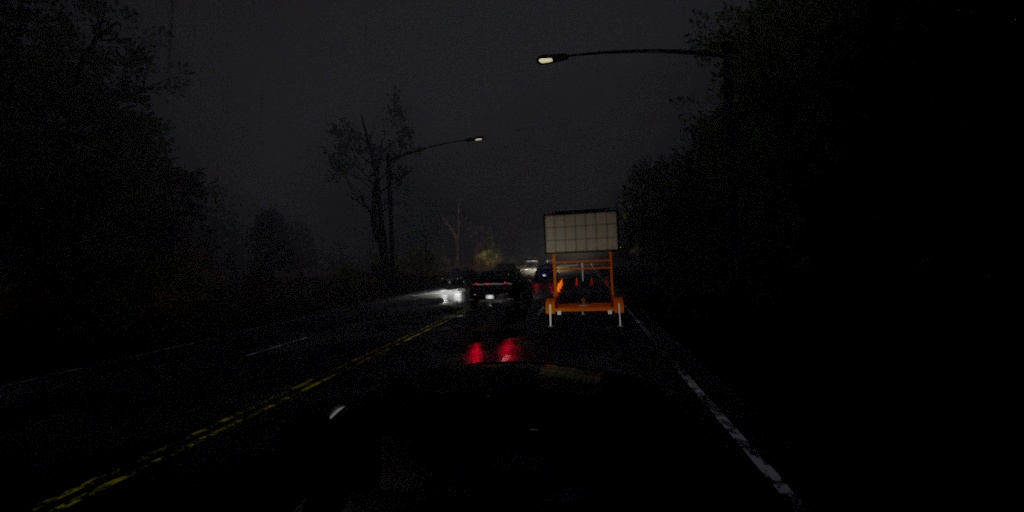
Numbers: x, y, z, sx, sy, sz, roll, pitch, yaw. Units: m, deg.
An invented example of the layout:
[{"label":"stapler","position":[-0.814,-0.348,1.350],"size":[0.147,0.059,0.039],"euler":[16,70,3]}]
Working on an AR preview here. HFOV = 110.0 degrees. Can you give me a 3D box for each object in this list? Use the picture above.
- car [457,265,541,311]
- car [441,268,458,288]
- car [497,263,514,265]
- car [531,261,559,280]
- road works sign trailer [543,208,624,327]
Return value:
[{"label":"car","position":[-0.296,1.354,14.626],"size":[2.128,1.511,4.902],"euler":[-2,-5,11]},{"label":"car","position":[-4.250,1.720,29.476],"size":[2.128,1.511,4.902],"euler":[-3,0,11]},{"label":"car","position":[-0.677,1.432,30.849],"size":[2.097,1.767,4.553],"euler":[-3,0,11]},{"label":"car","position":[3.146,1.454,32.386],"size":[1.812,1.442,4.674],"euler":[-3,0,11]},{"label":"road works sign trailer","position":[2.402,0.288,11.846],"size":[2.380,3.560,2.880],"euler":[0,0,11]}]
